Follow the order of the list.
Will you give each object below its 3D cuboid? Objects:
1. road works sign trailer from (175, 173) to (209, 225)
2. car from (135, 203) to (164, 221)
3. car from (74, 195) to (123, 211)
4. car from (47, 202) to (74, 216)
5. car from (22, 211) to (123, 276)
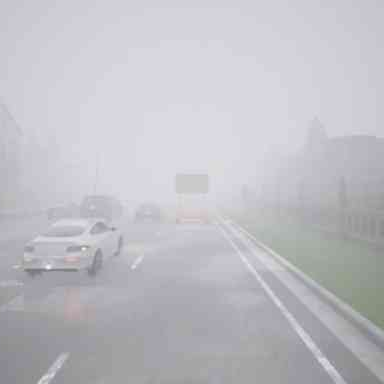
[{"bbox_3d":[-0.003,0.462,23.893,2.380,3.560,2.880,0,0,0],"label":"road works sign trailer"},{"bbox_3d":[-3.402,1.561,27.238,1.994,1.385,4.181,0,0,0],"label":"car"},{"bbox_3d":[-6.903,1.219,25.755,2.150,2.045,5.566,0,0,0],"label":"car"},{"bbox_3d":[-10.417,1.523,27.589,1.812,1.442,4.674,0,0,0],"label":"car"},{"bbox_3d":[-3.416,1.525,10.214,1.812,1.442,4.674,0,0,0],"label":"car"}]
